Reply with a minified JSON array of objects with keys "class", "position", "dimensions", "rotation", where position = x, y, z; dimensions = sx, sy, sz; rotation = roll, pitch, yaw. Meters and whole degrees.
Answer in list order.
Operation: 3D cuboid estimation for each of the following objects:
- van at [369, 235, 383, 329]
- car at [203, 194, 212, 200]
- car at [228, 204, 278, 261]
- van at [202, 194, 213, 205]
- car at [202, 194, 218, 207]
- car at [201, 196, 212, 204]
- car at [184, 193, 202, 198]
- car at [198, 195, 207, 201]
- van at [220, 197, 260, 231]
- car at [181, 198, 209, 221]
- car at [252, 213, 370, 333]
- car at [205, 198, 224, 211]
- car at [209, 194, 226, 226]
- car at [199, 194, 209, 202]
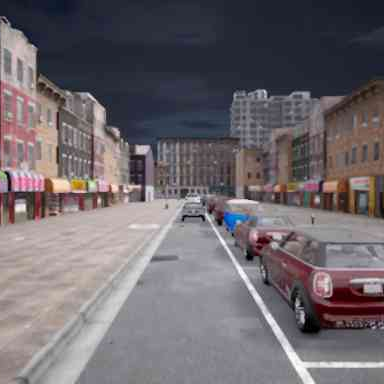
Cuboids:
[{"class":"van","position":[2.635,1.339,1.311],"dimensions":[1.690,1.788,3.998],"rotation":[0,0,0]},{"class":"car","position":[2.638,1.274,34.163],"dimensions":[2.192,1.841,5.009],"rotation":[0,0,0]},{"class":"car","position":[2.637,1.423,12.262],"dimensions":[1.967,1.590,4.097],"rotation":[0,0,0]},{"class":"van","position":[2.641,1.277,56.065],"dimensions":[1.690,1.788,3.998],"rotation":[0,0,0]},{"class":"car","position":[2.640,1.257,50.589],"dimensions":[2.192,1.841,5.009],"rotation":[0,0,0]},{"class":"car","position":[2.642,1.456,61.711],"dimensions":[1.752,1.417,4.829],"rotation":[0,0,0]},{"class":"car","position":[0.099,1.166,47.338],"dimensions":[2.150,2.045,5.566],"rotation":[0,0,0]},{"class":"car","position":[2.645,1.458,83.443],"dimensions":[2.008,1.369,4.403],"rotation":[0,0,0]},{"class":"van","position":[2.637,1.317,17.737],"dimensions":[1.690,1.788,3.998],"rotation":[0,0,0]},{"class":"car","position":[0.105,1.513,27.096],"dimensions":[2.033,1.411,5.357],"rotation":[0,0,0]},{"class":"car","position":[2.636,1.430,6.786],"dimensions":[1.967,1.590,4.097],"rotation":[0,0,0]},{"class":"car","position":[2.640,1.504,39.639],"dimensions":[2.008,1.369,4.403],"rotation":[0,0,0]},{"class":"car","position":[2.636,1.285,23.210],"dimensions":[2.192,1.841,5.009],"rotation":[0,0,0]},{"class":"car","position":[2.643,1.359,72.492],"dimensions":[1.967,1.590,4.097],"rotation":[0,0,0]}]
